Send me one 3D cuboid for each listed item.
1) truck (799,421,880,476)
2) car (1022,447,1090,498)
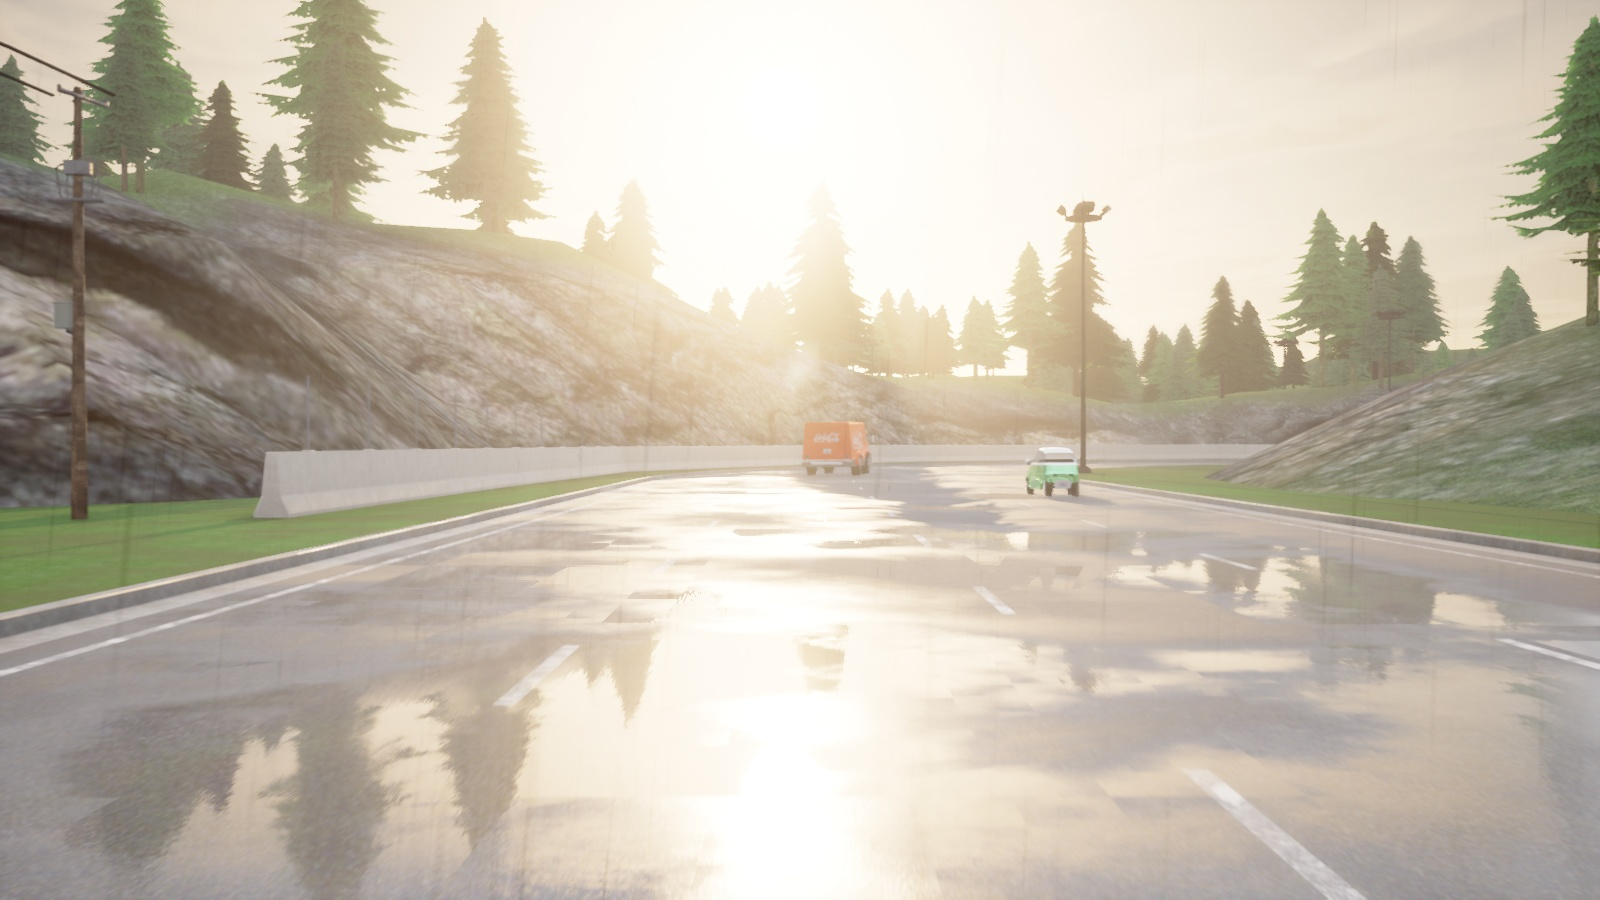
[{"bbox_3d":[1.933,-0.071,58.889,2.627,2.467,5.204,0,0,15],"label":"truck"},{"bbox_3d":[7.218,0.606,35.608,1.481,1.376,2.207,0,1,0],"label":"car"}]
